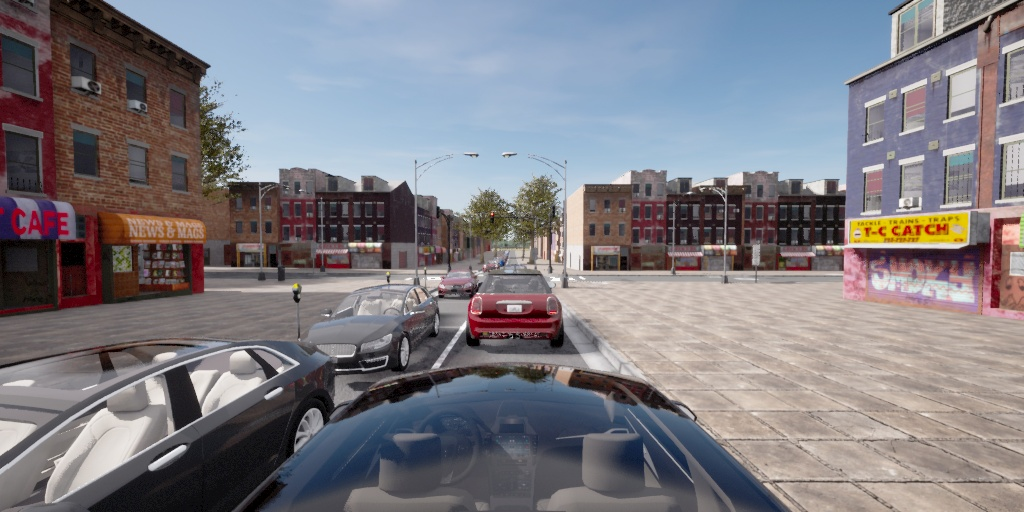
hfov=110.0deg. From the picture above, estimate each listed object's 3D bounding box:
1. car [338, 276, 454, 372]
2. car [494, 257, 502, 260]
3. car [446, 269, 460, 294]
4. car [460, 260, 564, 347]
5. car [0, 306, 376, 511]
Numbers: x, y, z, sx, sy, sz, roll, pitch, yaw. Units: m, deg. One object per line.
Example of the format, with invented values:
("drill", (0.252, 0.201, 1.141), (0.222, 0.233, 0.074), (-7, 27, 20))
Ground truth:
("car", (-2.631, 1.298, 7.457), (2.007, 1.370, 4.403), (0, 0, 0))
("car", (-2.568, 1.233, 45.127), (1.967, 1.591, 4.097), (0, 0, 0))
("car", (-2.613, 1.332, 18.351), (1.802, 1.307, 4.207), (0, 0, 0))
("car", (0.110, 1.099, 9.501), (2.097, 1.767, 4.553), (0, 0, 2))
("car", (-2.640, 1.300, 2.009), (2.007, 1.370, 4.403), (0, 0, 0))
